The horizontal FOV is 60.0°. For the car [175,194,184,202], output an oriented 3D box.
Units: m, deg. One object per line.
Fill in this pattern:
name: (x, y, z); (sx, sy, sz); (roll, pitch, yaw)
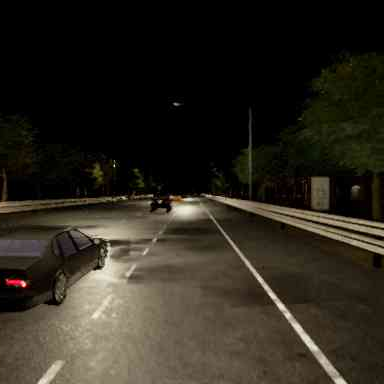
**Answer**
car: (-3.427, 1.541, 75.785); (1.882, 1.535, 5.008); (0, 0, 0)

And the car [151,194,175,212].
car: (-3.497, 1.236, 38.625); (2.150, 2.045, 5.566); (0, 0, 0)

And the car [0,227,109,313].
car: (-3.500, 1.550, 7.954); (2.033, 1.411, 5.357); (0, 0, 0)
